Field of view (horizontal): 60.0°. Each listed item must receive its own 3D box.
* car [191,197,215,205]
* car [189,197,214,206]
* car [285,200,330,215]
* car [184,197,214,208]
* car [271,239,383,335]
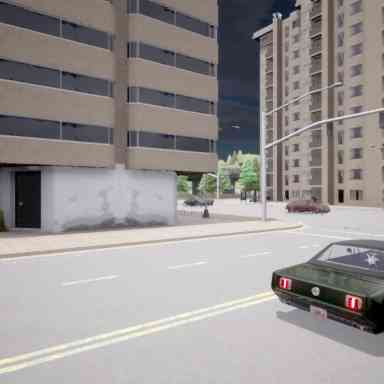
[{"bbox_3d":[1.882,1.601,59.900,1.895,1.301,4.718,0,0,-35],"label":"car"},{"bbox_3d":[1.533,1.564,54.350,1.994,1.385,4.181,0,0,-36],"label":"car"},{"bbox_3d":[11.754,1.526,34.000,1.812,1.442,4.674,0,0,-37],"label":"car"},{"bbox_3d":[0.766,1.505,49.157,1.837,1.490,4.892,0,0,-36],"label":"car"},{"bbox_3d":[3.814,1.601,6.494,4.718,1.301,1.895,0,0,-35],"label":"car"}]
